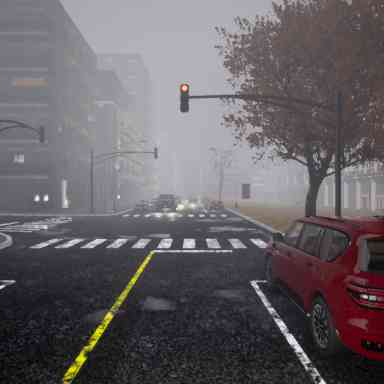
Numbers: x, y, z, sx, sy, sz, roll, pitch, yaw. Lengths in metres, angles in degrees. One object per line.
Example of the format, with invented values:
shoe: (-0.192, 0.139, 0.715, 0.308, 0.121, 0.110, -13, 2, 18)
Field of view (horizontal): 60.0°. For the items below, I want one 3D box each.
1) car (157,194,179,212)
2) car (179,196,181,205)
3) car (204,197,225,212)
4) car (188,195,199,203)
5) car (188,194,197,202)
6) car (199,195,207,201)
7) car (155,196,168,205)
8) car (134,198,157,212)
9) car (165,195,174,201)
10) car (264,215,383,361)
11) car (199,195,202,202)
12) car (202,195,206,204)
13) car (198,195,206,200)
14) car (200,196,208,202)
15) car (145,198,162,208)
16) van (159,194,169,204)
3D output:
car: (-3.020, 1.235, 40.044, 2.150, 2.045, 5.566, 0, 0, 0)
car: (-2.993, 1.528, 50.079, 1.837, 1.490, 4.892, 0, 0, 0)
car: (2.760, 1.557, 38.300, 1.887, 1.381, 4.507, 0, 0, 0)
car: (0.221, 1.646, 67.583, 1.895, 1.301, 4.718, 0, 0, 0)
car: (0.144, 1.416, 79.399, 2.097, 1.767, 4.553, 0, 0, 0)
car: (2.849, 1.620, 88.094, 1.887, 1.381, 4.507, 0, 0, 0)
car: (-5.581, 1.476, 60.446, 1.967, 1.590, 4.097, 0, 0, 0)
car: (-5.620, 1.563, 38.315, 2.008, 1.369, 4.403, 0, 0, 0)
car: (-5.541, 1.506, 82.577, 1.967, 1.590, 4.097, 0, 0, 0)
car: (2.702, 1.315, 5.912, 2.192, 1.841, 5.009, 0, 0, 0)
car: (2.810, 1.625, 65.963, 1.802, 1.307, 4.206, 0, 0, 0)
car: (2.780, 1.548, 49.535, 1.752, 1.417, 4.829, 0, 0, 0)
car: (2.859, 1.637, 93.627, 2.008, 1.369, 4.403, 0, 0, 0)
car: (2.830, 1.583, 77.199, 1.752, 1.417, 4.829, 0, 0, 0)
car: (-5.601, 1.573, 49.381, 2.008, 1.369, 4.403, 0, 0, 0)
van: (-5.571, 1.384, 65.979, 1.690, 1.788, 3.998, 0, 0, 0)
